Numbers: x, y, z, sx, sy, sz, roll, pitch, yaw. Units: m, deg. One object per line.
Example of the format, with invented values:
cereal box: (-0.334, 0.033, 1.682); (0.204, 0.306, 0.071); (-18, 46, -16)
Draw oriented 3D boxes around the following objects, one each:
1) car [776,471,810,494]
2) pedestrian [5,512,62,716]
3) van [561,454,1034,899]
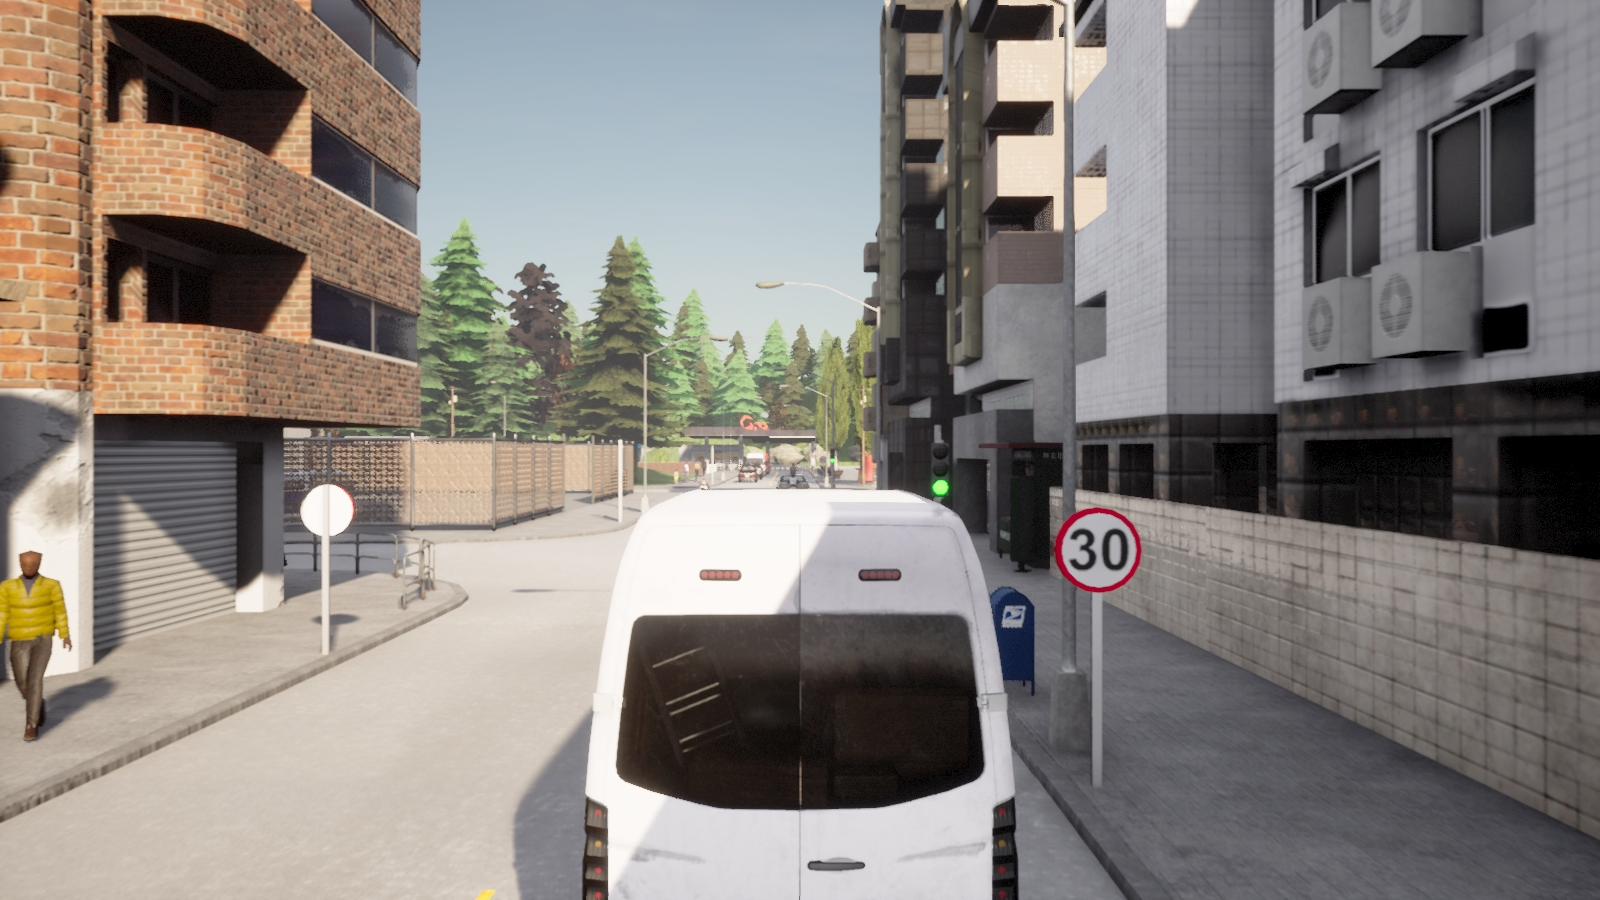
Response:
car: (-0.489, 1.988, 71.600); (1.895, 1.301, 4.718); (0, 0, -4)
pedestrian: (-7.229, 1.525, 10.786); (0.375, 1.860, 0.375); (0, 0, -22)
van: (-0.025, 1.322, 7.771); (1.988, 2.561, 5.915); (0, 0, 0)
